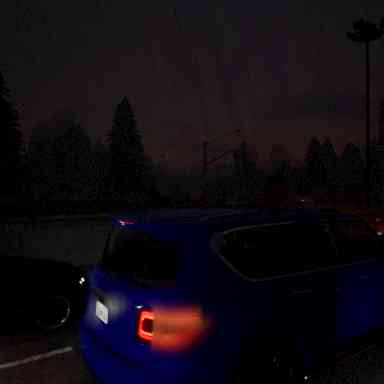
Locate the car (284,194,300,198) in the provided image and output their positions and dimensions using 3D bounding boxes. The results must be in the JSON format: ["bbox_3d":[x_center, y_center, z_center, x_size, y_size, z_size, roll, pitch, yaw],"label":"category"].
[{"bbox_3d":[12.841,1.103,42.002,2.097,1.767,4.553,0,0,-40],"label":"car"}]

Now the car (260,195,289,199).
[{"bbox_3d":[9.036,1.350,39.631,1.994,1.385,4.181,0,0,-24],"label":"car"}]

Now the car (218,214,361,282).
[{"bbox_3d":[3.063,1.513,10.201,4.181,1.385,1.994,-1,0,-34],"label":"car"}]

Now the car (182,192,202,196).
[{"bbox_3d":[0.257,0.977,59.313,2.150,2.045,5.566,-1,0,-35],"label":"car"}]

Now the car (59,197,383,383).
[{"bbox_3d":[1.342,1.205,4.685,5.566,2.045,2.150,-1,0,-35],"label":"car"}]

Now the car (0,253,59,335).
[{"bbox_3d":[-3.782,1.564,5.339,4.181,1.385,1.994,0,0,-36],"label":"car"}]
